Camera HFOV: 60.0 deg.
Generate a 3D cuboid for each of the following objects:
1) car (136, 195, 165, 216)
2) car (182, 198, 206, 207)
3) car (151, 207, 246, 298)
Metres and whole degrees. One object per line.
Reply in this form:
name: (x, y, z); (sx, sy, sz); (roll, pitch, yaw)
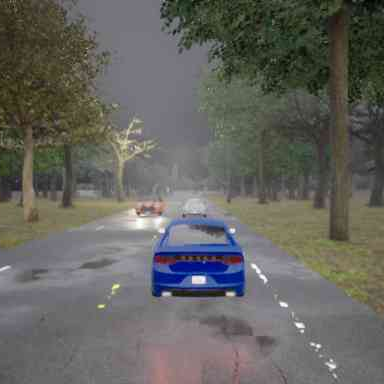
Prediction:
car: (-3.505, 1.042, 28.645); (2.097, 1.767, 4.553); (0, 1, 0)
car: (0.187, 1.233, 26.873); (1.812, 1.442, 4.674); (0, 1, 0)
car: (0.129, 1.375, 8.361); (1.882, 1.535, 5.008); (0, 1, 0)
